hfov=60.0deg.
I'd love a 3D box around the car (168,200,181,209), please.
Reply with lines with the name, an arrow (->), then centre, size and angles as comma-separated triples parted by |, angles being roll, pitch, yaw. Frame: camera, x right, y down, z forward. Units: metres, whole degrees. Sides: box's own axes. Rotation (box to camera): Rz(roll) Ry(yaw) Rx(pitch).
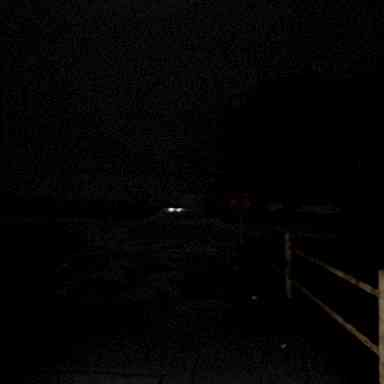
car -> -2.774, 2.036, 55.165 | 1.994, 1.385, 4.181 | 0, 0, 0
